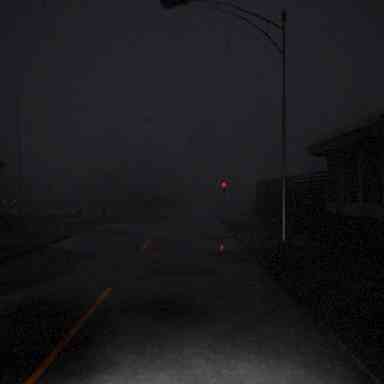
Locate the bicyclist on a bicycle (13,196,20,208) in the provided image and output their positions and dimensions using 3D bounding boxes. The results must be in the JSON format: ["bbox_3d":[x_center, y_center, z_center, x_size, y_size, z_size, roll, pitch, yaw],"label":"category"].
[{"bbox_3d":[-23.983,1.347,45.502,0.582,1.620,1.656,0,0,0],"label":"bicyclist on a bicycle"}]
